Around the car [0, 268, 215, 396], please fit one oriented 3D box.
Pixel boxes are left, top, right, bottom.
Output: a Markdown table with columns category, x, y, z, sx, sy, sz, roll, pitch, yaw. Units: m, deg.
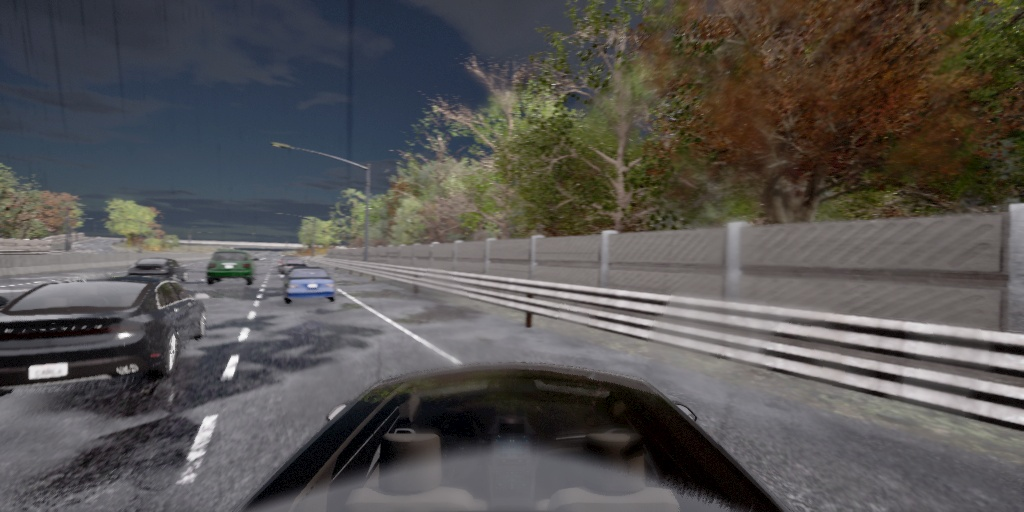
| category | x | y | z | sx | sy | sz | roll | pitch | yaw |
| --- | --- | --- | --- | --- | --- | --- | --- | --- | --- |
| car | -6.867 | 1.111 | 6.326 | 1.837 | 1.490 | 4.892 | 2 | 0 | -33 |

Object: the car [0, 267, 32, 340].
| category | x | y | z | sx | sy | sz | roll | pitch | yaw |
| --- | --- | --- | --- | --- | --- | --- | --- | --- | --- |
| car | -10.764 | 1.010 | 5.893 | 1.837 | 1.490 | 4.892 | 2 | -1 | -33 |

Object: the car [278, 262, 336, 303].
| category | x | y | z | sx | sy | sz | roll | pitch | yaw |
| --- | --- | --- | --- | --- | --- | --- | --- | --- | --- |
| car | -8.988 | 1.163 | 15.786 | 2.033 | 1.411 | 5.357 | 2 | 0 | -33 |

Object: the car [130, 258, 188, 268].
| category | x | y | z | sx | sy | sz | roll | pitch | yaw |
| --- | --- | --- | --- | --- | --- | --- | --- | --- | --- |
| car | -20.659 | 0.863 | 21.031 | 1.837 | 1.490 | 4.892 | 2 | 0 | -33 |

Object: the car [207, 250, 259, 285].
| category | x | y | z | sx | sy | sz | roll | pitch | yaw |
| --- | --- | --- | --- | --- | --- | --- | --- | --- | --- |
| car | -17.385 | 0.671 | 22.419 | 2.150 | 2.045 | 5.566 | 2 | 0 | -33 |

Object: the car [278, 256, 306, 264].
| category | x | y | z | sx | sy | sz | roll | pitch | yaw |
| --- | --- | --- | --- | --- | --- | --- | --- | --- | --- |
| car | -17.012 | 0.989 | 28.056 | 2.128 | 1.511 | 4.902 | 2 | 0 | -33 |
